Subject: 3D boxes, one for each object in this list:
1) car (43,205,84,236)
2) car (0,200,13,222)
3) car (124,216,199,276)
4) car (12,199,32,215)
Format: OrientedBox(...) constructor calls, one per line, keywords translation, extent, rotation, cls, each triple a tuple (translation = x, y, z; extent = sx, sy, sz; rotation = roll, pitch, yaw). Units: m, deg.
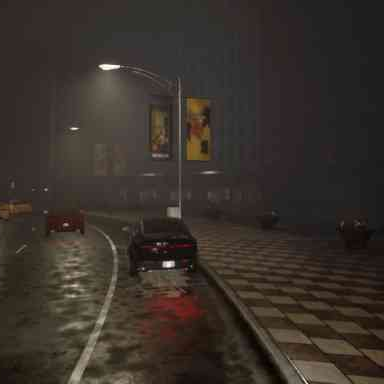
OrientedBox(translation=(-7.197, 1.470, 18.625), extent=(1.882, 1.535, 5.008), rotation=(0, 0, -23), cls="car")
OrientedBox(translation=(-15.588, 1.463, 25.780), extent=(1.882, 1.535, 5.008), rotation=(0, 0, -37), cls="car")
OrientedBox(translation=(-1.084, 1.502, 10.435), extent=(1.837, 1.490, 4.892), rotation=(0, 0, -12), cls="car")
OrientedBox(translation=(-17.629, 1.439, 32.897), extent=(5.366, 1.575, 1.801), rotation=(0, 0, 44), cls="car")
